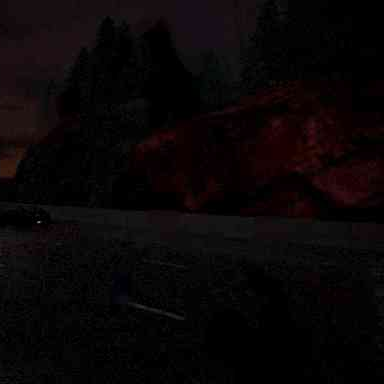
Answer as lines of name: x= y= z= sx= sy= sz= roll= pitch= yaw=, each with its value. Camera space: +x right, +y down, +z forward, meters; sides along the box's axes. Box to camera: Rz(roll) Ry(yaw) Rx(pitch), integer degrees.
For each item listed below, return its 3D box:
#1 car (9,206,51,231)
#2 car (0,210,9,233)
car: x=-11.227 y=1.672 z=22.221 sx=4.902 sy=1.511 sz=2.128 roll=0 pitch=-1 yaw=43
car: x=-12.009 y=1.651 z=18.189 sx=4.674 sy=1.442 sz=1.812 roll=0 pitch=-1 yaw=42
